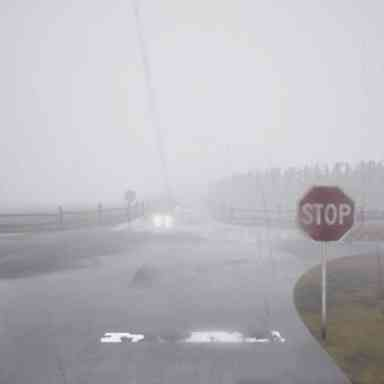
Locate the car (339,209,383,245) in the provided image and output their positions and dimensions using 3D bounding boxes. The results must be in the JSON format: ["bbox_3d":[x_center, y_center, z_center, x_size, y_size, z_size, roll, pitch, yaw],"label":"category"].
[{"bbox_3d":[7.447,1.405,14.022,4.181,1.385,1.994,-1,0,0],"label":"car"}]

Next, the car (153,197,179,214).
[{"bbox_3d":[-2.834,1.445,34.389,2.128,1.511,4.902,0,0,0],"label":"car"}]

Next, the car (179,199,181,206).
[{"bbox_3d":[-2.809,1.465,51.436,1.812,1.442,4.674,0,0,0],"label":"car"}]
